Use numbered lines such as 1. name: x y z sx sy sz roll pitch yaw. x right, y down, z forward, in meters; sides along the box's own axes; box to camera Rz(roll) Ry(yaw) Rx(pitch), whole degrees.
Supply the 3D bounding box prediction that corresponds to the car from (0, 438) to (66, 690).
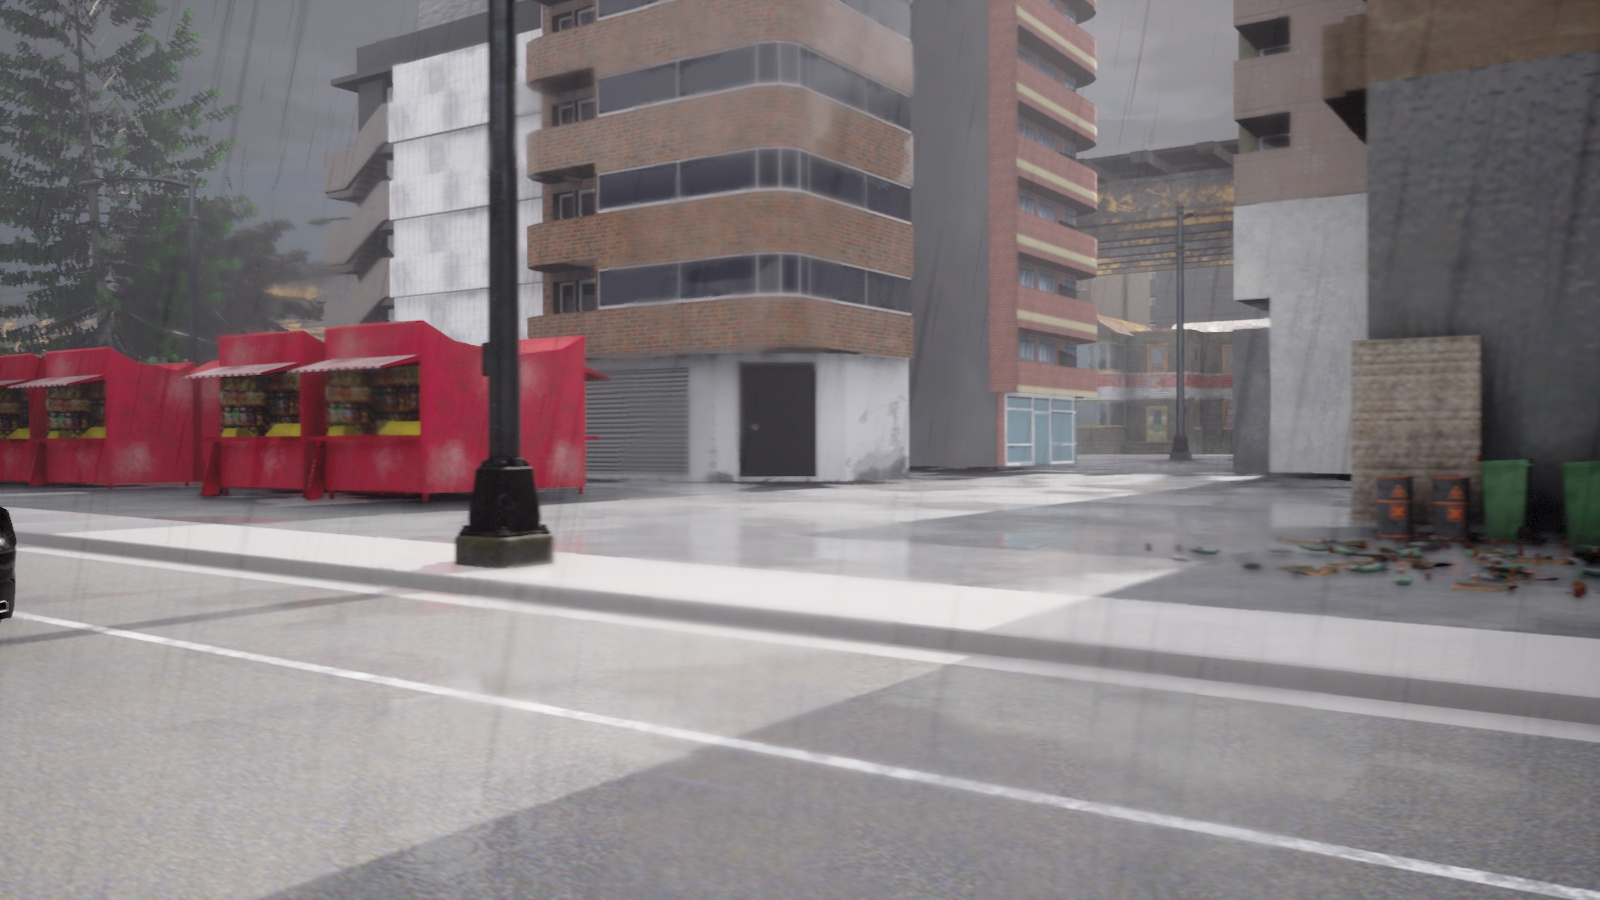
1. car: -7.085 0.688 8.332 4.892 1.490 1.837 0 1 34
